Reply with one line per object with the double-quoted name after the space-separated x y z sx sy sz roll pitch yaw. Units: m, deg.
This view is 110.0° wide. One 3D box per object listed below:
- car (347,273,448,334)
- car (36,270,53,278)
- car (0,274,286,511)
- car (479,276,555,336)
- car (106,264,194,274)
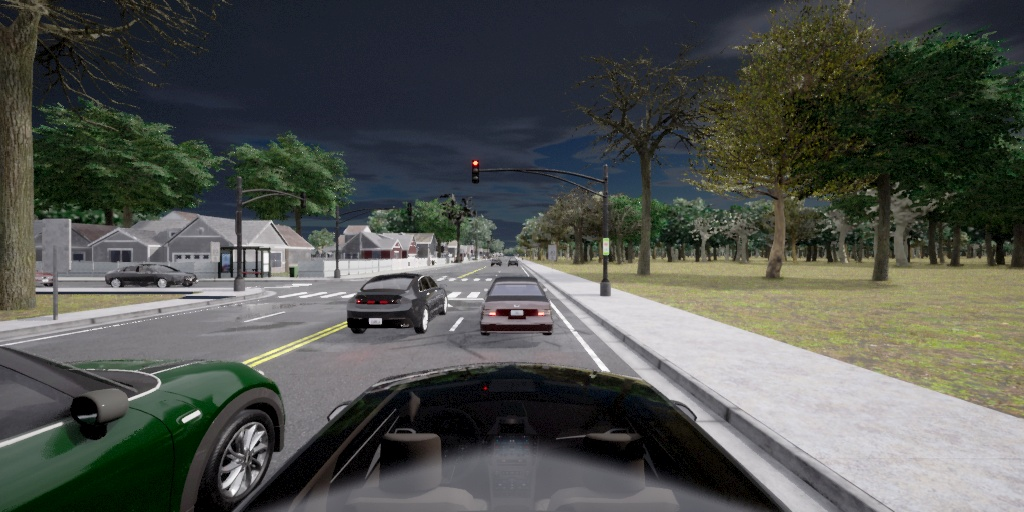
-3.145 1.254 10.661 1.837 1.490 4.892 0 0 0 "car"
-32.201 1.323 22.967 4.674 1.442 1.812 0 0 0 "car"
-3.148 1.102 1.463 2.097 1.767 4.553 0 0 0 "car"
0.112 1.297 10.410 2.033 1.411 5.357 0 0 0 "car"
-22.913 1.286 22.893 4.892 1.490 1.837 0 0 0 "car"
